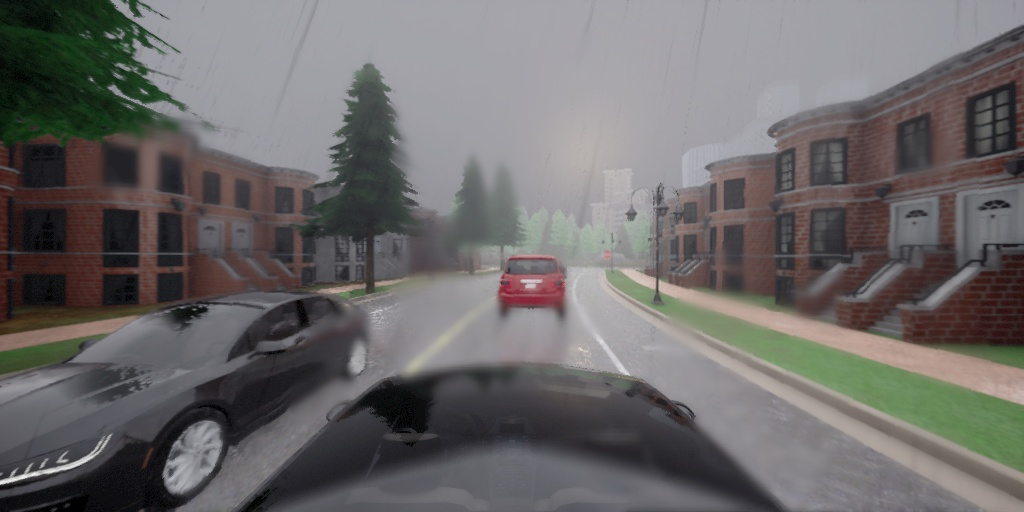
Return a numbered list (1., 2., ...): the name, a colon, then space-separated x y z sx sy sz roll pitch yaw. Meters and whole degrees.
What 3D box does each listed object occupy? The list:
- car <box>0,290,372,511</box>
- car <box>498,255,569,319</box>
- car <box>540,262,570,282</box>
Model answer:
1. car: -3.431 1.246 4.441 1.837 1.490 4.892 0 0 2
2. car: 0.822 0.992 13.101 2.150 2.045 5.566 0 0 5
3. car: 3.839 1.302 31.049 2.128 1.511 4.902 0 0 13
